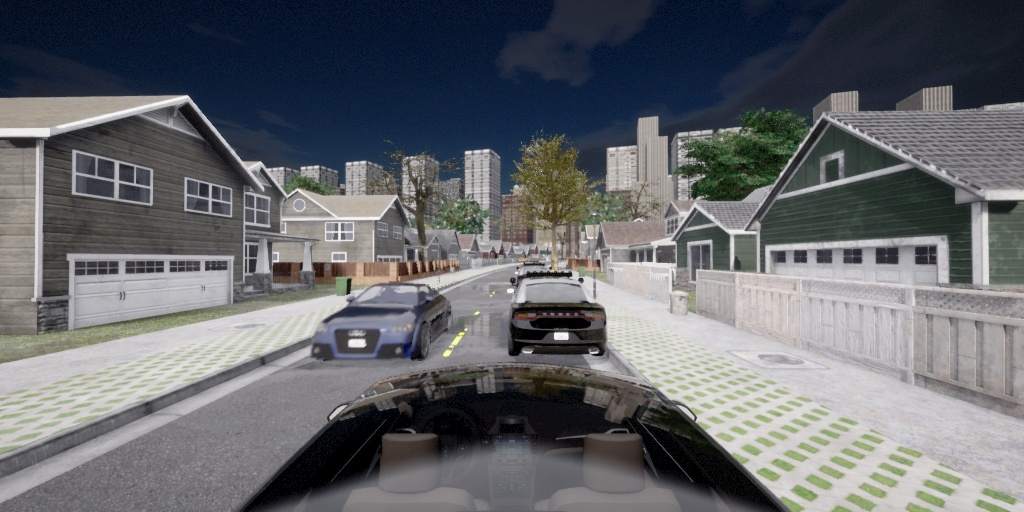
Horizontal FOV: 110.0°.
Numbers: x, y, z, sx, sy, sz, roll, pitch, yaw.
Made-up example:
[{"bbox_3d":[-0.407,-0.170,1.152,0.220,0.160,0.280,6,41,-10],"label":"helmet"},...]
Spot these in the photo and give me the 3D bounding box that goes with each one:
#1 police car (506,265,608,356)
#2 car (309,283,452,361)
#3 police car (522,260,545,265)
[{"bbox_3d":[0.894,1.177,8.751,1.930,1.638,5.238,0,0,1],"label":"police car"},{"bbox_3d":[-2.634,1.316,8.170,1.994,1.385,4.181,0,0,1],"label":"car"},{"bbox_3d":[1.172,1.182,18.704,1.930,1.638,5.238,0,0,2],"label":"police car"}]
